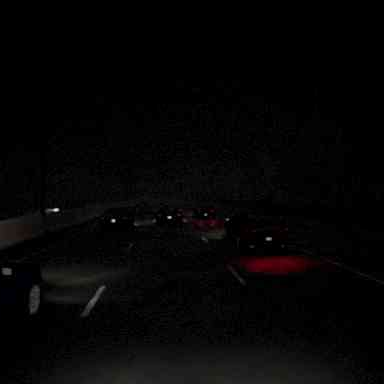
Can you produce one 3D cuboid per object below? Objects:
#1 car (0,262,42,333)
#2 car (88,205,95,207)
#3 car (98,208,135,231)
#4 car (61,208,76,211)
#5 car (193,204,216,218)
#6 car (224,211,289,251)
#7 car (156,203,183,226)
[{"bbox_3d":[-3.723,1.534,4.385,1.882,1.535,5.008,0,0,-2],"label":"car"},{"bbox_3d":[-14.397,1.996,48.992,1.812,1.442,4.674,0,0,-4],"label":"car"},{"bbox_3d":[-5.034,1.773,22.600,1.994,1.385,4.181,0,0,-5],"label":"car"},{"bbox_3d":[-17.879,1.976,48.651,2.128,1.511,4.902,0,0,-4],"label":"car"},{"bbox_3d":[1.108,1.863,33.449,1.895,1.301,4.718,0,0,-5],"label":"car"},{"bbox_3d":[2.620,1.581,14.620,1.882,1.535,5.008,0,0,-4],"label":"car"},{"bbox_3d":[-1.751,1.777,25.414,1.994,1.385,4.181,0,0,-5],"label":"car"}]
